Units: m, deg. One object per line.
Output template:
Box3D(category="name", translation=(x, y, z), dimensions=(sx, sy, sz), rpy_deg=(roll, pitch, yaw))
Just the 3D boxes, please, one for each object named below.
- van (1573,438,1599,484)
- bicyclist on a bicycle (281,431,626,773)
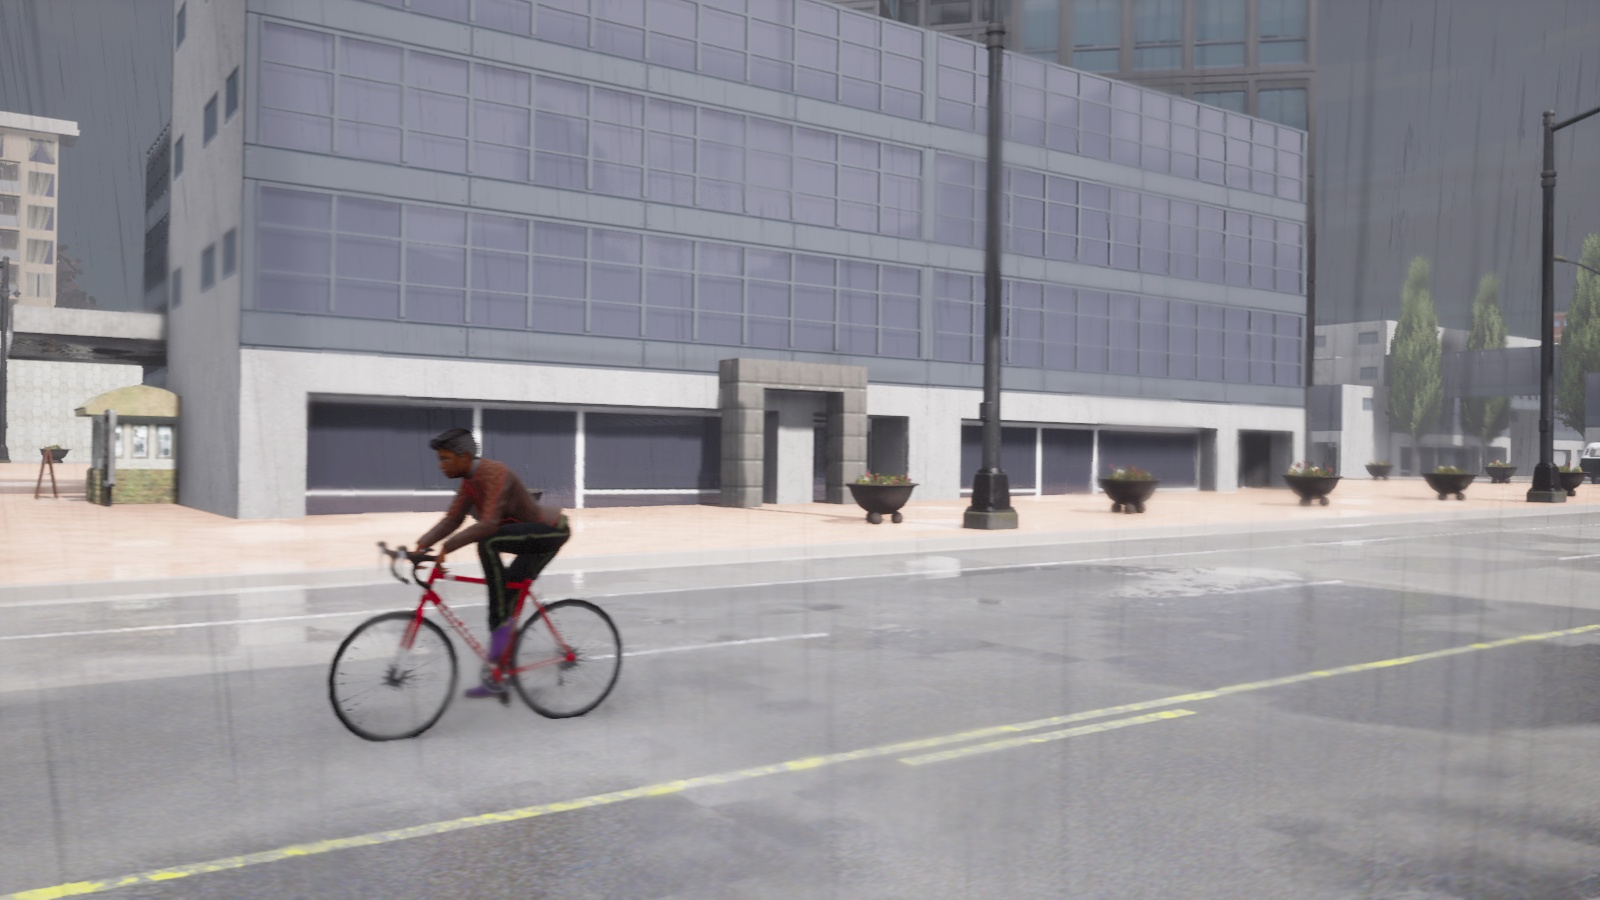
Box3D(category="van", translation=(37.133, 0.512, 55.637), dimensions=(2.069, 2.038, 4.480), rpy_deg=(1, -1, -34))
Box3D(category="bicyclist on a bicycle", translation=(-1.808, 0.716, 6.665), dimensions=(1.656, 1.620, 0.582), rpy_deg=(-1, 0, -35))
